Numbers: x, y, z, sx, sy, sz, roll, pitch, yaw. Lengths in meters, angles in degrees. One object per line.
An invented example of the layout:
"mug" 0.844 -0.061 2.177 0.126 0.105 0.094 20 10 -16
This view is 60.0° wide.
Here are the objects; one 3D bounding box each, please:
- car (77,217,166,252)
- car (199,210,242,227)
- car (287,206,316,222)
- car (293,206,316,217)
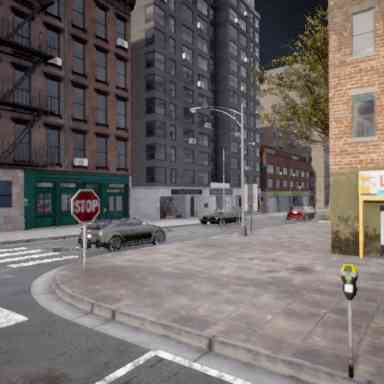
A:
"car" -3.091 1.824 15.306 1.994 1.385 4.181 -1 -2 35
"car" 2.596 2.236 28.483 1.895 1.301 4.718 -1 -2 35
"car" 12.188 2.286 36.968 2.097 1.767 4.553 -1 -2 35
"car" 16.122 2.721 47.492 1.837 1.490 4.892 -1 -2 35
